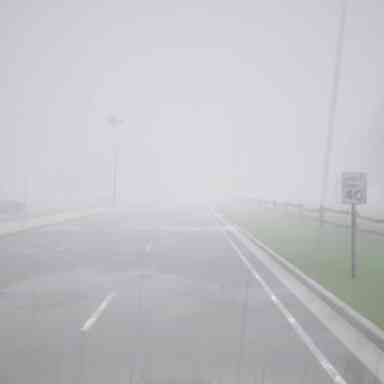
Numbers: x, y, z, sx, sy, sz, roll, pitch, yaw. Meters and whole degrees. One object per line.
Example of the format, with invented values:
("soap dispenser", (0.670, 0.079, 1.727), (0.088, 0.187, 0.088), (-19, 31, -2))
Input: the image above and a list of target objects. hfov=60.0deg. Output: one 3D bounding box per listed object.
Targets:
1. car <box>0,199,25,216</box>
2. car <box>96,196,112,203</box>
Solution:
("car", (-18.543, 1.520, 33.086), (1.882, 1.535, 5.008), (0, 1, 0))
("car", (-17.813, 1.527, 67.635), (2.033, 1.411, 5.357), (0, 0, 1))
